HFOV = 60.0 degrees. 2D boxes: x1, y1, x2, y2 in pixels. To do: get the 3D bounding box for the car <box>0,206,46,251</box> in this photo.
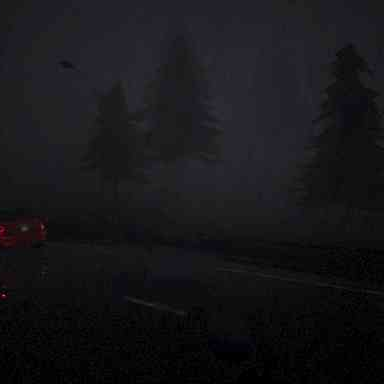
[{"bbox_3d":[-7.855,1.325,12.750,4.553,1.767,2.097,0,0,26],"label":"car"}]
